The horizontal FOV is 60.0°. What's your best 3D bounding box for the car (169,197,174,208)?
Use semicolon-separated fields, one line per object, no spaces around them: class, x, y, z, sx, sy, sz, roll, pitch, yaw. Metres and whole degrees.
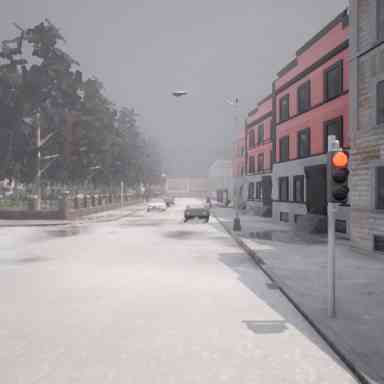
car;-4.056;1.601;49.026;1.895;1.301;4.718;0;0;0

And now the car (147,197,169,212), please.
car;-4.055;1.526;38.931;1.812;1.442;4.674;0;0;0

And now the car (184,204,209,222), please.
car;0.342;1.601;26.420;1.895;1.301;4.718;0;0;1
